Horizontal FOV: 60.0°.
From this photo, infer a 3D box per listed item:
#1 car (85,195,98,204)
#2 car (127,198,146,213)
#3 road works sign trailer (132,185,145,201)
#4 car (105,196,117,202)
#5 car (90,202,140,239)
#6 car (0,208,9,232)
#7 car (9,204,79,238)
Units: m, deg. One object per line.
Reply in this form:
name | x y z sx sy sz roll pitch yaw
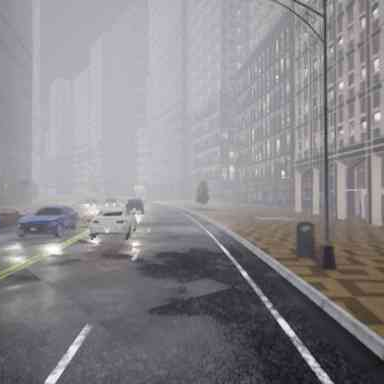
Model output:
car | -17.667 1.256 58.564 2.128 1.511 4.902 0 0 -14
car | -5.892 1.381 34.379 1.837 1.490 4.892 0 0 -8
road works sign trailer | -11.602 0.210 72.858 2.380 3.560 2.880 0 0 -19
car | -14.423 1.336 58.995 1.994 1.385 4.181 0 0 -14
car | -3.905 1.467 16.918 1.812 1.442 4.674 0 0 -4
car | -10.688 1.539 17.956 1.895 1.301 4.718 0 0 -5
car | -7.404 1.417 17.582 1.882 1.535 5.008 0 0 -5
